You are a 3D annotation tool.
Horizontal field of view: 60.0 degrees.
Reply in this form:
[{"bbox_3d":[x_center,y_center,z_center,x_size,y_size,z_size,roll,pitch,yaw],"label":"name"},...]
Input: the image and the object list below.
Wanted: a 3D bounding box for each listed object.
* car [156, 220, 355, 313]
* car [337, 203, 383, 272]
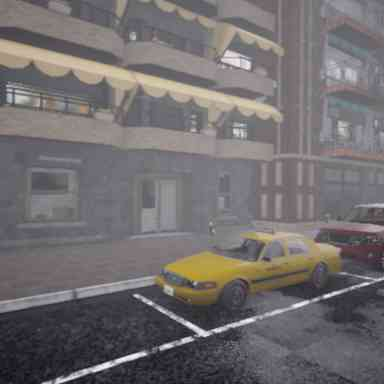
[{"bbox_3d":[1.532,1.525,7.640,4.829,1.417,1.752,0,1,-35],"label":"car"},{"bbox_3d":[6.204,1.315,10.970,5.009,1.841,2.192,0,1,-35],"label":"car"}]
